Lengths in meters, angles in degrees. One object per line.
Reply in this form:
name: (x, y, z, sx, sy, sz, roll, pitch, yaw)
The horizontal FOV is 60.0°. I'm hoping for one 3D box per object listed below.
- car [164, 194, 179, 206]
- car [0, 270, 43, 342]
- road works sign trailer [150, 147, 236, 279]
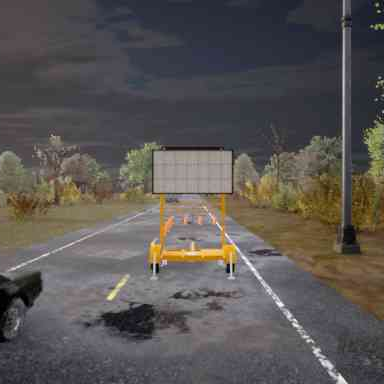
car: (-3.376, 1.177, 56.080, 2.150, 2.045, 5.566, 0, 0, 0)
car: (-3.591, 1.601, 3.712, 1.895, 1.301, 4.718, 0, 0, 0)
road works sign trailer: (0.023, 0.464, 9.989, 2.380, 3.560, 2.880, 0, 0, 0)
